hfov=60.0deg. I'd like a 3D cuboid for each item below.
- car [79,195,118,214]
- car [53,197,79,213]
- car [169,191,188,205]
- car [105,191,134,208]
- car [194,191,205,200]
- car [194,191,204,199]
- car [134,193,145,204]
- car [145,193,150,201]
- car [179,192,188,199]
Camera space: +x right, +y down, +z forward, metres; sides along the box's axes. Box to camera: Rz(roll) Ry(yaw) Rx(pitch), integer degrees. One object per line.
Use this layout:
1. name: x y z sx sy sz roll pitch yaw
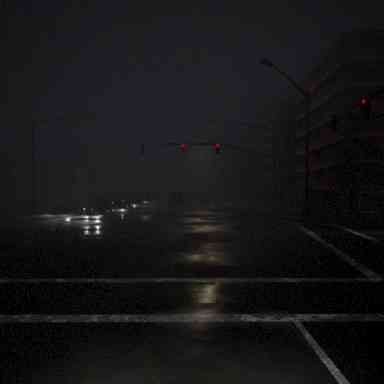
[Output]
1. car: -9.519 1.369 34.257 2.128 1.511 4.902 0 1 1
2. car: -13.007 1.346 35.324 1.882 1.535 5.008 0 1 1
3. car: -2.127 0.869 49.398 2.150 2.045 5.566 0 1 1
4. car: -9.402 1.106 43.299 2.097 1.767 4.553 0 1 1
5. car: 1.574 0.855 65.405 2.128 1.511 4.902 0 1 1
6. car: 1.604 0.556 75.795 2.097 1.767 4.553 0 1 1
7. car: -9.280 1.132 52.943 2.033 1.411 5.357 0 1 1
8. car: -9.093 0.947 63.478 2.033 1.411 5.357 0 1 1
9. car: -1.890 0.720 76.187 1.812 1.442 4.674 0 1 1
